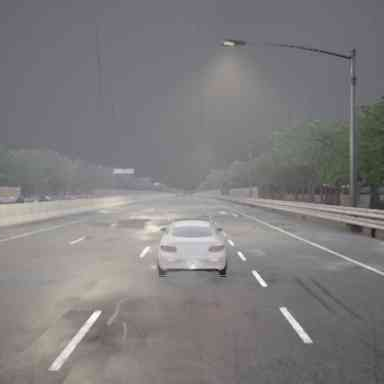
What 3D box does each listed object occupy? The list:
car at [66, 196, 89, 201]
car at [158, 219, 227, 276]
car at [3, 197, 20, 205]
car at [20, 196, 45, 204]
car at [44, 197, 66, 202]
[{"bbox_3d":[-17.707,1.372,52.878,2.097,1.767,4.553,0,0,0],"label":"car"},{"bbox_3d":[0.001,1.537,10.212,1.812,1.442,4.674,0,0,0],"label":"car"},{"bbox_3d":[-28.191,1.545,53.099,1.812,1.442,4.674,0,0,0],"label":"car"},{"bbox_3d":[-24.698,1.371,52.814,2.097,1.767,4.553,0,0,0],"label":"car"},{"bbox_3d":[-21.204,1.583,52.940,1.994,1.385,4.181,0,0,0],"label":"car"}]
